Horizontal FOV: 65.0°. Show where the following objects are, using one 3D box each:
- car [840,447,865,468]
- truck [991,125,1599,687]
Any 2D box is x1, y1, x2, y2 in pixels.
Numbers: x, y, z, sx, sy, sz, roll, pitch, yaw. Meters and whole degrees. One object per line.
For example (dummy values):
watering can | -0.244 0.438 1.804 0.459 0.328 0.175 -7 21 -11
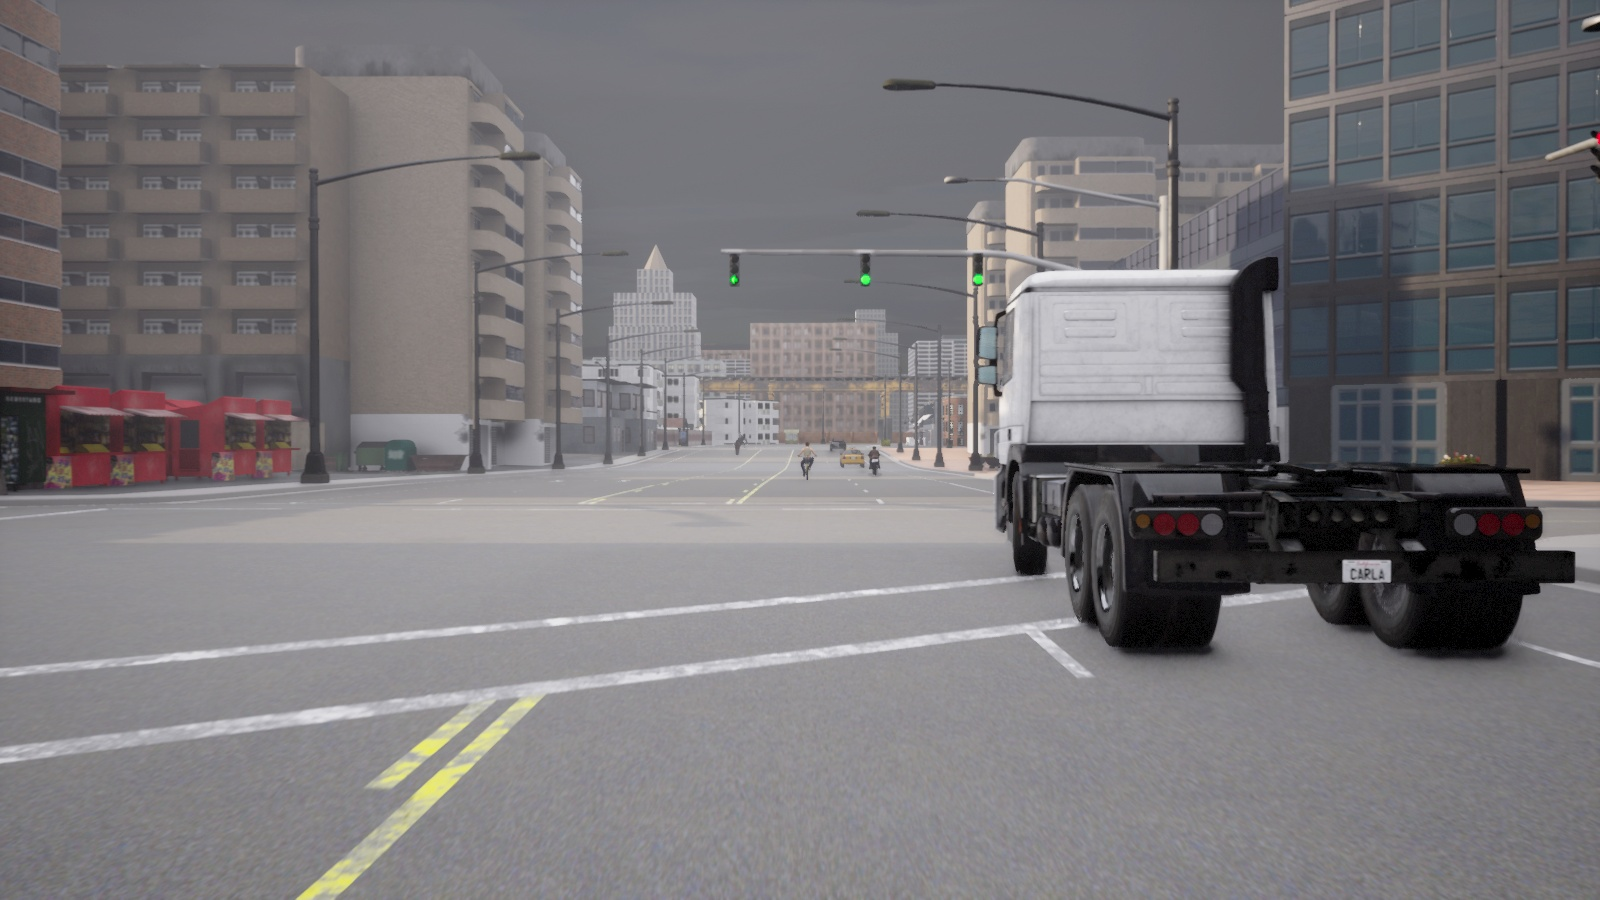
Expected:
car | 4.074 0.545 98.024 1.801 1.575 5.366 0 1 0
truck | 3.690 -0.309 11.765 2.891 3.462 7.936 0 1 2
